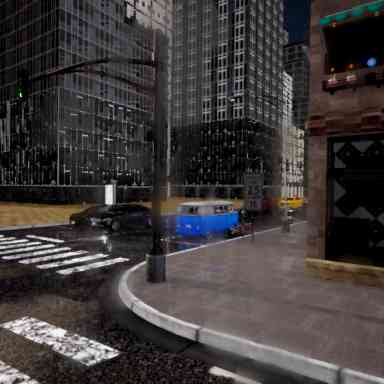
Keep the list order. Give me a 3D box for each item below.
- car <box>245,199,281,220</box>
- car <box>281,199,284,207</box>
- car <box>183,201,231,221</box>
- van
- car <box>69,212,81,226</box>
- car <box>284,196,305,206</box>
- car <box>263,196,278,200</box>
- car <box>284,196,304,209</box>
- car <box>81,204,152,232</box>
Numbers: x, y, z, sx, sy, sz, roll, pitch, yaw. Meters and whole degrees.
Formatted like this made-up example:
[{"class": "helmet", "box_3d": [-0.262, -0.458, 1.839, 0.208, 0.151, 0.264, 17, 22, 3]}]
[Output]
[{"class": "car", "box_3d": [5.468, 1.567, 27.823, 1.895, 1.301, 4.718, 1, 1, 36]}, {"class": "car", "box_3d": [10.165, 1.293, 44.363, 1.967, 1.590, 4.097, 1, 1, 36]}, {"class": "car", "box_3d": [1.301, 1.487, 27.502, 1.994, 1.385, 4.181, 1, 1, 35]}, {"class": "van", "box_3d": [0.915, 1.368, 16.979, 1.690, 1.788, 3.998, 1, 1, 36]}, {"class": "car", "box_3d": [-5.908, 1.467, 21.851, 1.947, 1.339, 4.313, 1, 1, 36]}, {"class": "car", "box_3d": [16.495, 1.363, 53.232, 1.752, 1.417, 4.829, 1, 1, 36]}, {"class": "car", "box_3d": [7.131, 1.258, 35.637, 2.097, 1.767, 4.553, 1, 1, 36]}, {"class": "car", "box_3d": [12.993, 1.368, 43.784, 1.882, 1.535, 5.008, 1, 1, 36]}, {"class": "car", "box_3d": [-3.971, 1.466, 20.102, 1.812, 1.442, 4.674, 1, 1, 37]}]
